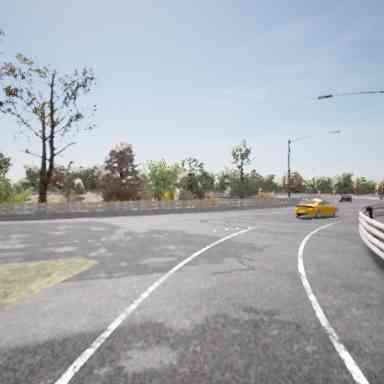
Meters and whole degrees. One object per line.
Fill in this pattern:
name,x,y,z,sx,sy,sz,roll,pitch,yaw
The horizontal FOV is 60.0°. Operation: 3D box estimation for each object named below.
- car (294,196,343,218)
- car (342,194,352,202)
car,10.857,1.388,28.899,5.008,1.535,1.882,0,0,-42
car,31.619,1.146,68.442,2.097,1.767,4.553,0,0,23
